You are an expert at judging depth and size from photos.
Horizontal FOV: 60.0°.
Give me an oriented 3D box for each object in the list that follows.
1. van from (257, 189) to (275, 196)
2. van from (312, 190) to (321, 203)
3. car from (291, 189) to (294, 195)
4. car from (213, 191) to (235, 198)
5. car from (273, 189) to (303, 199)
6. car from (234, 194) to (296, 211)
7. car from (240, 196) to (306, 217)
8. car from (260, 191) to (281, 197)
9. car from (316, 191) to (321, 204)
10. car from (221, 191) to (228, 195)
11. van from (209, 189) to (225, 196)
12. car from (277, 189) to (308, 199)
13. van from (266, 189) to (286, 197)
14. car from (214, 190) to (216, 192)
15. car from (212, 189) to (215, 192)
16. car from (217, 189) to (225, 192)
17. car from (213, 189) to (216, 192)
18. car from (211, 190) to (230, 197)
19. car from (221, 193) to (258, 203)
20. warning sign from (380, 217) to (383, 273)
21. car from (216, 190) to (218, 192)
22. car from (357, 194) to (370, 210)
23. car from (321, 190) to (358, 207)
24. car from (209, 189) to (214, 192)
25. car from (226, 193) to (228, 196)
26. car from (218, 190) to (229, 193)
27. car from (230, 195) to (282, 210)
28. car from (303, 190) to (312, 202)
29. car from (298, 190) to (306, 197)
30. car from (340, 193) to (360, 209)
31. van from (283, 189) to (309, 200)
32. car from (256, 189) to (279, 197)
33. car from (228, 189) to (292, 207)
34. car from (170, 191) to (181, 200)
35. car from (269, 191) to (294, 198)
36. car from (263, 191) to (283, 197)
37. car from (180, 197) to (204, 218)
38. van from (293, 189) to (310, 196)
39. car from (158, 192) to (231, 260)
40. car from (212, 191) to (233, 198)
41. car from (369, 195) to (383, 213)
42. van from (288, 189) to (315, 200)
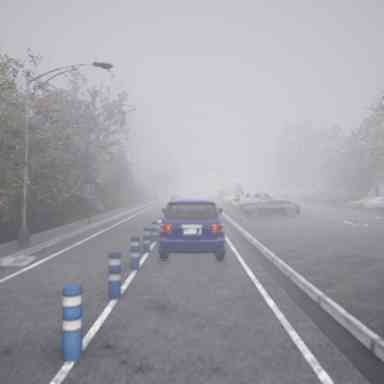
[{"bbox_3d":[20.522,0.166,92.239,4.442,1.987,1.878,0,1,0],"label":"van"},{"bbox_3d":[20.155,0.709,47.927,4.442,1.987,1.878,0,1,0],"label":"van"},{"bbox_3d":[20.134,0.771,58.878,5.008,1.535,2.097,0,1,0],"label":"car"},{"bbox_3d":[7.195,0.589,75.709,4.892,1.521,2.231,0,1,0],"label":"car"},{"bbox_3d":[20.192,0.394,69.955,5.566,2.045,2.435,0,1,0],"label":"car"},{"bbox_3d":[6.825,1.274,31.308,5.008,1.535,2.097,0,1,0],"label":"car"},{"bbox_3d":[6.768,1.360,28.533,4.792,1.488,2.163,0,1,0],"label":"car"},{"bbox_3d":[20.353,0.457,86.578,5.008,1.535,2.097,0,1,0],"label":"car"},{"bbox_3d":[19.986,1.020,45.039,4.792,1.488,2.163,0,1,0],"label":"car"},{"bbox_3d":[6.727,1.048,42.411,5.366,1.575,1.946,0,1,0],"label":"car"},{"bbox_3d":[7.232,0.141,95.139,4.442,1.987,1.878,0,1,0],"label":"van"},{"bbox_3d":[20.169,0.426,67.185,5.566,2.045,2.435,0,1,0],"label":"car"},{"bbox_3d":[20.430,0.292,81.160,4.442,1.987,1.878,0,1,0],"label":"van"},{"bbox_3d":[7.067,0.743,64.606,4.792,1.488,2.163,0,1,0],"label":"car"},{"bbox_3d":[7.113,0.680,70.158,4.792,1.488,2.163,0,1,0],"label":"car"},{"bbox_3d":[7.058,0.686,56.278,4.553,1.767,2.185,0,1,0],"label":"car"},{"bbox_3d":[7.090,0.712,67.382,4.792,1.488,2.163,0,1,0],"label":"car"},{"bbox_3d":[7.226,0.367,84.035,4.553,1.767,2.185,0,1,0],"label":"car"},{"bbox_3d":[7.166,0.890,50.732,5.366,1.575,1.946,0,1,0],"label":"car"},{"bbox_3d":[2.803,1.150,3.160,1.300,1.860,1.060,-3,-3,0],"label":"warning sign"},{"bbox_3d":[7.079,0.807,59.053,4.792,1.488,2.163,0,1,0],"label":"car"},{"bbox_3d":[19.920,1.253,33.963,4.674,1.452,2.002,0,1,0],"label":"car"},{"bbox_3d":[20.020,0.795,42.264,5.566,2.045,2.435,0,1,0],"label":"car"},{"bbox_3d":[6.980,0.616,72.935,5.366,1.575,1.946,0,1,0],"label":"car"},{"bbox_3d":[6.895,1.108,39.635,4.892,1.521,2.231,0,1,0],"label":"car"},{"bbox_3d":[6.774,0.937,48.083,5.366,1.575,1.946,0,1,0],"label":"car"},{"bbox_3d":[7.052,1.160,36.857,5.366,1.575,1.946,0,1,0],"label":"car"},{"bbox_3d":[20.090,0.915,50.703,4.792,1.488,2.163,0,1,0],"label":"car"},{"bbox_3d":[20.112,0.873,53.342,4.792,1.488,2.163,0,1,0],"label":"car"},{"bbox_3d":[19.760,1.154,36.733,5.366,1.575,1.946,0,1,0],"label":"car"},{"bbox_3d":[20.058,0.483,64.416,4.442,1.987,1.878,0,1,0],"label":"van"},{"bbox_3d":[20.354,0.173,89.470,5.566,2.045,2.435,0,1,0],"label":"car"},{"bbox_3d":[6.871,0.967,34.078,5.566,2.045,2.435,0,1,0],"label":"car"},{"bbox_3d":[-3.157,0.686,66.045,1.882,1.535,5.008,0,1,1],"label":"car"},{"bbox_3d":[20.261,0.582,75.498,5.008,1.535,2.097,0,1,0],"label":"car"},{"bbox_3d":[20.333,0.528,83.807,4.674,1.452,2.002,0,1,0],"label":"car"},{"bbox_3d":[0.019,1.245,28.481,1.837,1.490,4.892,0,1,1],"label":"car"},{"bbox_3d":[19.997,0.580,56.091,4.442,1.987,1.878,0,1,0],"label":"van"},{"bbox_3d":[0.008,1.206,12.506,2.150,2.045,5.566,0,1,0],"label":"car"},{"bbox_3d":[7.205,0.557,78.485,4.892,1.521,2.231,0,1,0],"label":"car"},{"bbox_3d":[19.870,1.298,31.193,4.792,1.488,2.163,0,1,0],"label":"car"},{"bbox_3d":[20.268,0.514,61.644,4.442,1.987,1.878,0,1,0],"label":"van"}]
